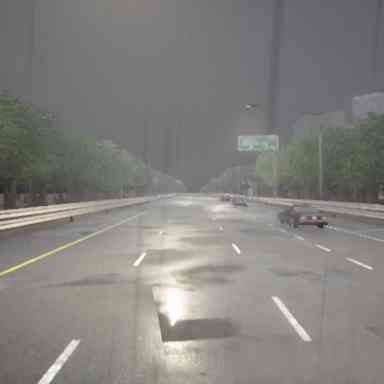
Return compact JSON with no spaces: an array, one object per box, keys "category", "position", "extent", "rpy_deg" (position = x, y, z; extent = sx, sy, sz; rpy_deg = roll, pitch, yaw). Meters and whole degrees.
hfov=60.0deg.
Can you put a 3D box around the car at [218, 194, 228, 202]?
[{"category":"car","position":[7.292,1.311,74.209],"extent":[2.097,1.767,4.553],"rpy_deg":[0,0,0]}]

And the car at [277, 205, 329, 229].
[{"category":"car","position":[7.041,1.548,21.652],"extent":[2.033,1.411,5.357],"rpy_deg":[0,0,0]}]

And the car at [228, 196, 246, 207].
[{"category":"car","position":[7.174,1.525,51.245],"extent":[2.033,1.411,5.357],"rpy_deg":[0,0,0]}]
